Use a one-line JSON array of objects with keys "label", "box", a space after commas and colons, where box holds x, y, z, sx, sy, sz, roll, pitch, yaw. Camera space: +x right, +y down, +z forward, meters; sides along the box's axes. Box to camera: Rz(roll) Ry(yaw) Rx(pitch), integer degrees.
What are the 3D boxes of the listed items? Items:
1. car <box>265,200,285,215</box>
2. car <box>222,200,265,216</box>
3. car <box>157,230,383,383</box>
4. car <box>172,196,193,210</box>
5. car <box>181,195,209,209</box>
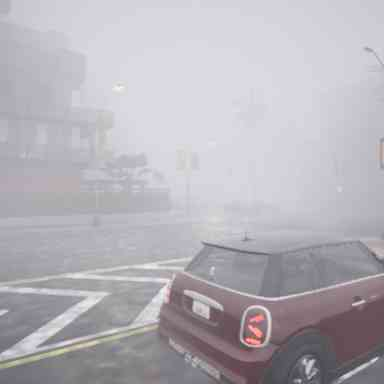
[{"label": "car", "box": [8.115, 1.670, 37.133, 2.128, 1.511, 4.902, 0, 0, -35]}, {"label": "car", "box": [4.987, 1.627, 34.366, 1.882, 1.535, 5.008, 1, -1, -25]}, {"label": "car", "box": [1.834, 1.379, 5.053, 4.553, 1.767, 2.097, 0, 0, -36]}, {"label": "car", "box": [-2.479, 1.645, 46.166, 2.128, 1.511, 4.902, 0, 0, -35]}, {"label": "car", "box": [0.213, 1.398, 48.432, 2.150, 2.045, 5.566, 0, 0, -35]}]
